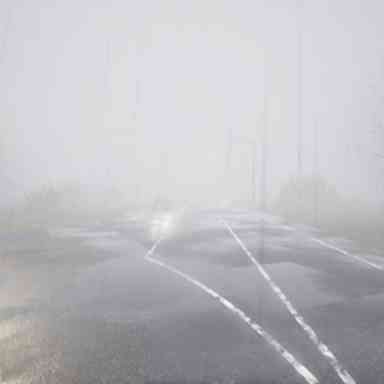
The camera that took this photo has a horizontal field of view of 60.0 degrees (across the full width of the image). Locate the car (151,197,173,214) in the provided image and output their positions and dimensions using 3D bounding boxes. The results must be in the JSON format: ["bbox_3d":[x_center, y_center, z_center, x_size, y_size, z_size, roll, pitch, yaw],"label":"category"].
[{"bbox_3d":[-2.860,1.289,32.503,2.128,1.511,4.902,0,0,1],"label":"car"}]
